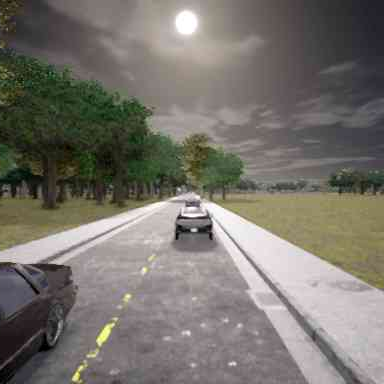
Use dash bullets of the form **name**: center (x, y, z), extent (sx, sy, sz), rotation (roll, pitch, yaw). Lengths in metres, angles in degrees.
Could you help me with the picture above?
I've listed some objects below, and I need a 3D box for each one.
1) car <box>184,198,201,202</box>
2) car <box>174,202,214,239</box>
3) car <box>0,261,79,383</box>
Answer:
- **car**: center (0.087, 1.525, 40.816), extent (1.837, 1.490, 4.892), rotation (0, 0, 0)
- **car**: center (0.093, 1.499, 17.344), extent (2.128, 1.511, 4.902), rotation (0, 0, 0)
- **car**: center (-2.853, 1.549, 3.459), extent (2.033, 1.411, 5.357), rotation (0, 0, 0)
